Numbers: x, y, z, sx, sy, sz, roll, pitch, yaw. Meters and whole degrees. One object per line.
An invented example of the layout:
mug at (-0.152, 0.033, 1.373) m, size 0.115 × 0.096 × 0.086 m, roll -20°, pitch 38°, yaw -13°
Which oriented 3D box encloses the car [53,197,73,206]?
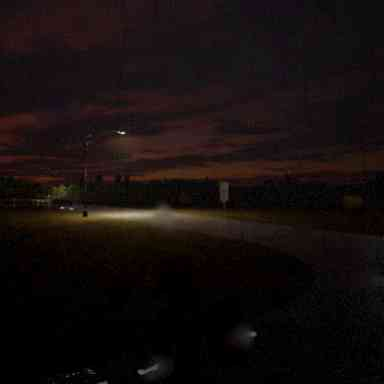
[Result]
car at (-19.271, 1.407, 49.479) m, size 1.895 × 1.301 × 4.718 m, roll -1°, pitch 1°, yaw -35°
